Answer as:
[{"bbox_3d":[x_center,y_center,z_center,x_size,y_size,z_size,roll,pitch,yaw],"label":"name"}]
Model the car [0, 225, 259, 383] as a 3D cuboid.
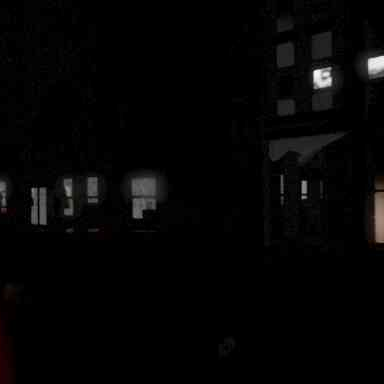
[{"bbox_3d":[-1.664,1.348,4.067,5.009,1.841,2.192,-1,-1,35],"label":"car"}]
